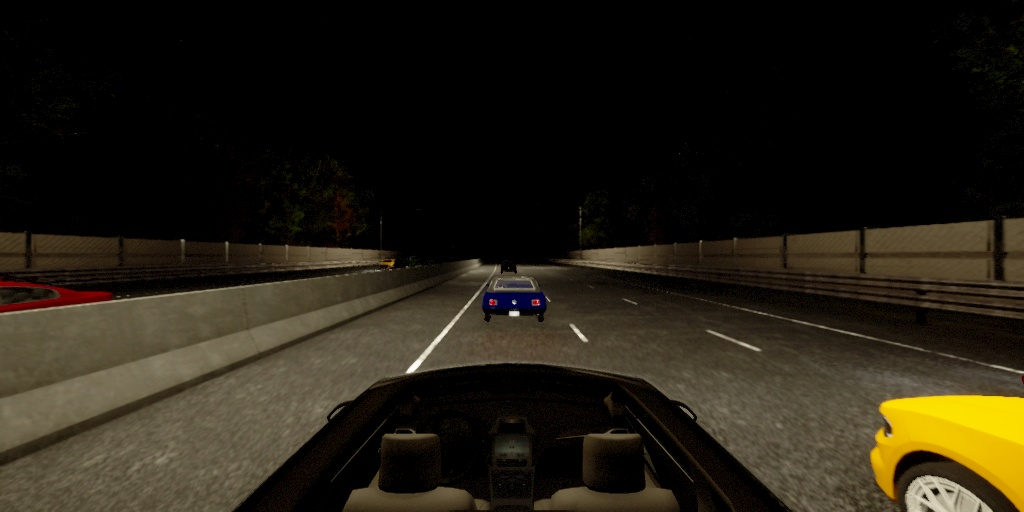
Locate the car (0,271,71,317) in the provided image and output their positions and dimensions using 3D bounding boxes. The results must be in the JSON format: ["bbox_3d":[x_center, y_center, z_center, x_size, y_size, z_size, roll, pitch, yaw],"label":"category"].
[{"bbox_3d":[-17.636,1.282,11.268,1.812,1.442,4.674,0,0,0],"label":"car"}]

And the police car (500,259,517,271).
[{"bbox_3d":[-0.427,1.191,44.215,1.930,1.638,5.238,0,0,-1],"label":"police car"}]

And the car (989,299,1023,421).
[{"bbox_3d":[7.092,1.274,2.314,1.812,1.442,4.674,0,0,0],"label":"car"}]

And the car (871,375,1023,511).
[{"bbox_3d":[3.594,1.226,0.544,1.882,1.535,5.008,0,0,0],"label":"car"}]

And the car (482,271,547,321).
[{"bbox_3d":[0.058,1.355,12.421,1.895,1.301,4.718,0,0,0],"label":"car"}]

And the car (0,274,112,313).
[{"bbox_3d":[-10.615,1.232,6.586,1.882,1.535,5.008,0,0,0],"label":"car"}]

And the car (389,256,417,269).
[{"bbox_3d":[-14.739,0.989,49.794,2.150,2.045,5.566,0,0,-1],"label":"car"}]

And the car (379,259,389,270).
[{"bbox_3d":[-18.347,1.243,53.923,1.882,1.535,5.008,0,0,-1],"label":"car"}]

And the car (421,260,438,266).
[{"bbox_3d":[-11.233,1.291,49.509,1.812,1.442,4.674,0,0,-1],"label":"car"}]
